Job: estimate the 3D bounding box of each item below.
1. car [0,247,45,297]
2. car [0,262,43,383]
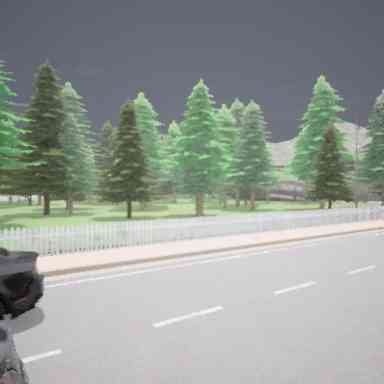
[{"bbox_3d":[-4.820,1.509,4.847,4.892,1.490,1.837,0,0,-35],"label":"car"},{"bbox_3d":[-3.360,1.533,1.577,4.674,1.442,1.812,0,0,-36],"label":"car"}]
